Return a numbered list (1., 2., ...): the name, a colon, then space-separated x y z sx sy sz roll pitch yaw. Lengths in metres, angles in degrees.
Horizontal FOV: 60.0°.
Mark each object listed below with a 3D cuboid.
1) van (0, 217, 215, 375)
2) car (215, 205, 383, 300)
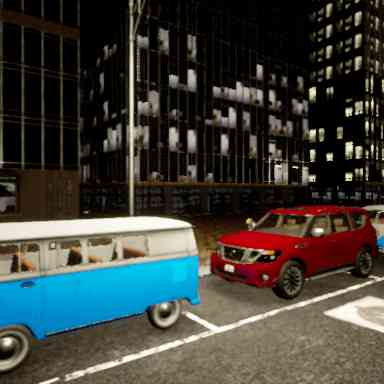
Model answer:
1. van: -1.765 1.342 5.302 3.998 1.788 1.690 0 0 -35
2. car: 2.849 1.315 8.593 5.009 1.841 2.192 0 0 -35
